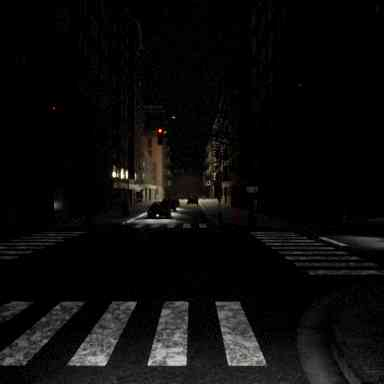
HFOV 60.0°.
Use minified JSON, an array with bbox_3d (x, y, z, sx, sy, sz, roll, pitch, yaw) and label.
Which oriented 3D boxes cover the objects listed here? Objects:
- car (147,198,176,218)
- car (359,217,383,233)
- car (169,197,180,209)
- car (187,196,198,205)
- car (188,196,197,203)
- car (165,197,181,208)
[{"bbox_3d":[-2.840,1.541,30.166,2.033,1.411,5.357,0,0,0],"label":"car"},{"bbox_3d":[11.637,1.554,17.861,4.829,1.417,1.752,0,0,0],"label":"car"},{"bbox_3d":[-2.835,1.481,39.988,2.128,1.511,4.902,0,0,0],"label":"car"},{"bbox_3d":[0.109,1.453,58.465,1.882,1.535,5.008,0,0,0],"label":"car"},{"bbox_3d":[0.112,1.490,69.958,1.812,1.442,4.674,0,0,0],"label":"car"},{"bbox_3d":[-2.835,1.474,50.189,2.128,1.511,4.902,0,0,0],"label":"car"}]
